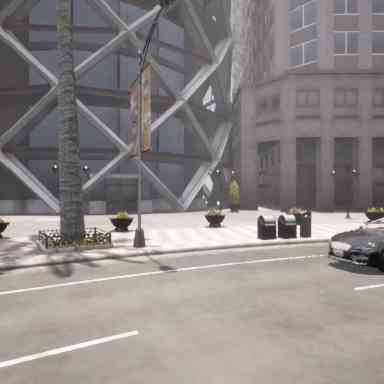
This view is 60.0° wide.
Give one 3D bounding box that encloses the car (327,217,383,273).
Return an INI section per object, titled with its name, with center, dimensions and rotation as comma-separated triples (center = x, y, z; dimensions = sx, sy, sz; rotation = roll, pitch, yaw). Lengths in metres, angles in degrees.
[car]
center = 6.580, 1.492, 10.320
dimensions = 4.902, 1.511, 2.128
rotation = 0, 0, -17
